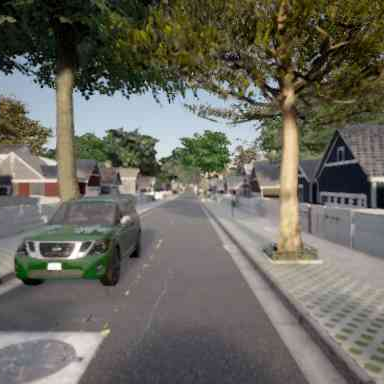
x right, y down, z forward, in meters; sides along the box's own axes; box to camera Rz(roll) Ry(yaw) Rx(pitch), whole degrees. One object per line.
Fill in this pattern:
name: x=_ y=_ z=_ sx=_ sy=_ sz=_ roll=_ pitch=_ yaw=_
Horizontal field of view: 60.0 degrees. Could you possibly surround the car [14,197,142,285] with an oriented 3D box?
car: x=-2.851 y=1.191 z=9.747 sx=2.150 sy=2.045 sz=5.566 roll=0 pitch=0 yaw=1
